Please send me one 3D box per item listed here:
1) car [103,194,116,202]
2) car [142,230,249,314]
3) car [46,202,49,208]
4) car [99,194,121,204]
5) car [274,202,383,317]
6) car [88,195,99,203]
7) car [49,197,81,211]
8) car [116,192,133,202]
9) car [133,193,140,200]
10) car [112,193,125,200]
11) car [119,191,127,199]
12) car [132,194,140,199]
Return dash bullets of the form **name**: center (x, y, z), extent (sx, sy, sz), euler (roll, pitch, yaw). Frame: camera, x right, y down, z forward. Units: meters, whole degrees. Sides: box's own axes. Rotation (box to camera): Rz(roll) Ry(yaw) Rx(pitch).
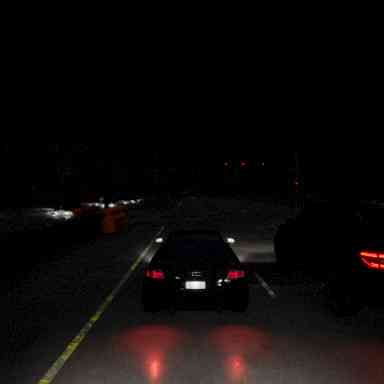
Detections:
- **car**: center (-17.850, 1.252, 72.168), extent (1.837, 1.490, 4.892), euler (0, 0, 0)
- **car**: center (0.069, 1.563, 7.698), extent (1.994, 1.385, 4.181), euler (0, 0, 0)
- **car**: center (-17.793, 1.421, 45.069), extent (2.033, 1.411, 5.357), euler (0, 0, 0)
- **car**: center (-14.347, 1.413, 58.548), extent (1.895, 1.301, 4.718), euler (0, 0, 0)
- **car**: center (3.591, 1.221, 7.627), extent (2.150, 2.045, 5.566), euler (0, 0, -2)
- **car**: center (-17.838, 1.342, 62.530), extent (2.033, 1.411, 5.357), euler (0, 0, 0)
- **car**: center (-14.256, 1.469, 38.081), extent (1.994, 1.385, 4.181), euler (0, 0, 0)
- **car**: center (-14.334, 0.990, 69.350), extent (2.150, 2.045, 5.566), euler (0, 0, 0)
- **car**: center (-14.389, 1.317, 79.036), extent (1.895, 1.301, 4.718), euler (0, 0, 0)
- **car**: center (-17.936, 1.065, 81.561), extent (2.097, 1.767, 4.553), euler (0, 0, 0)
- **car**: center (-18.967, 0.889, 92.005), extent (2.150, 2.045, 5.566), euler (0, 0, -11)
- **car**: center (-15.091, 1.174, 89.798), extent (1.837, 1.490, 4.892), euler (0, 0, -7)
